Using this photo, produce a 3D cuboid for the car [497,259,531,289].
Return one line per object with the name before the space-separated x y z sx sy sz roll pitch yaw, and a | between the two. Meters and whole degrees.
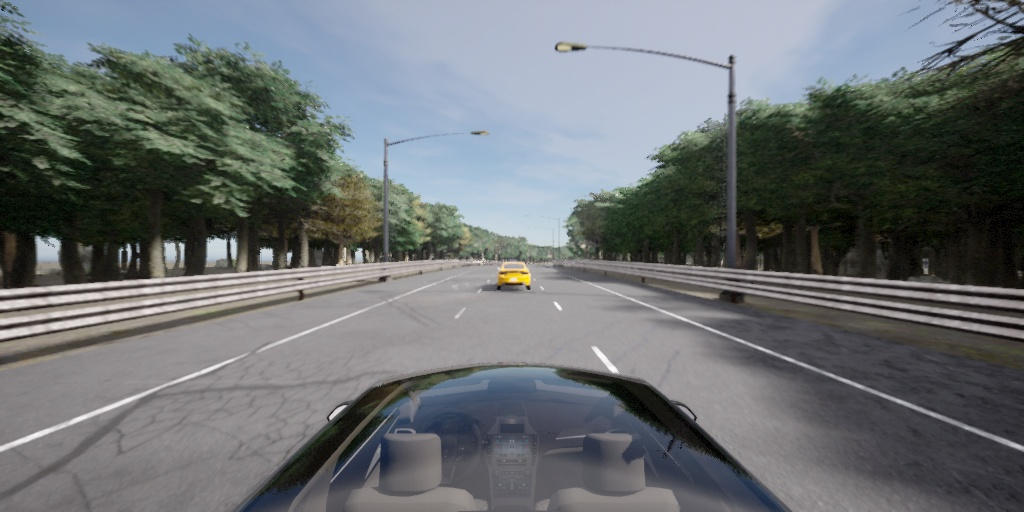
car | 0.104 1.104 21.950 1.882 1.535 5.008 0 0 0
